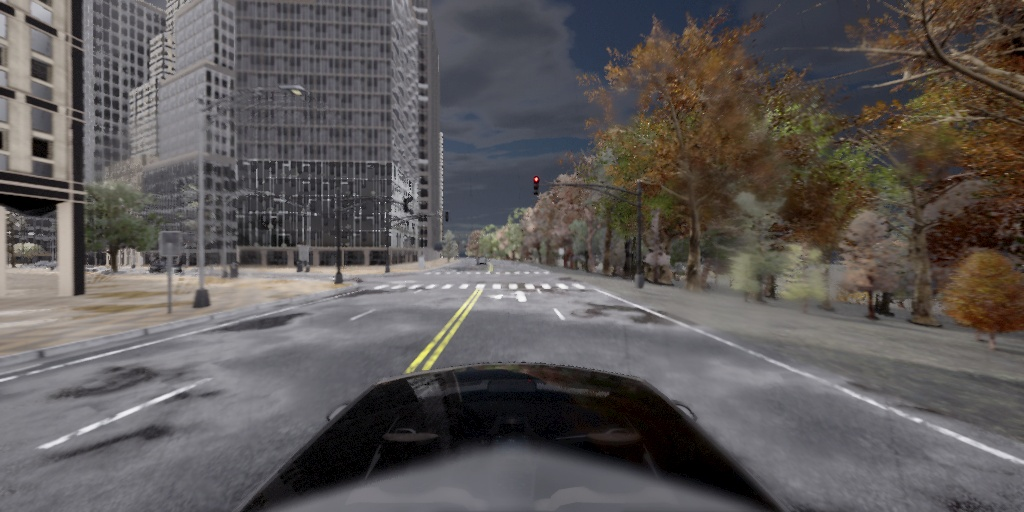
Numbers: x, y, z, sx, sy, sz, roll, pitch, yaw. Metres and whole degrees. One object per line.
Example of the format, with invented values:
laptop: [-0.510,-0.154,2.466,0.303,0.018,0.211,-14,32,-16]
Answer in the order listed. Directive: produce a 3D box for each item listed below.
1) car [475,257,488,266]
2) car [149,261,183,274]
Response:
car: [-5.130,0.968,60.751,1.837,1.490,4.892,0,3,-4]
car: [-40.998,1.376,42.427,4.902,1.511,2.128,0,0,28]
